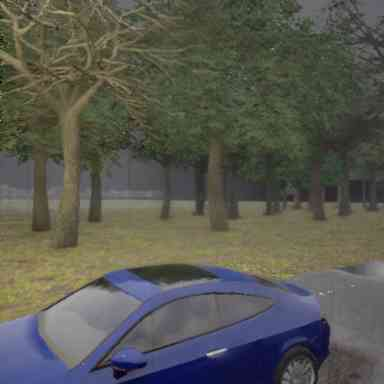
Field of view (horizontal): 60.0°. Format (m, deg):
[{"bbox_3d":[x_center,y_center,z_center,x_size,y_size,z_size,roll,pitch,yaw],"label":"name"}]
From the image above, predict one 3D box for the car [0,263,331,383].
[{"bbox_3d":[-0.481,1.571,3.468,4.674,1.442,1.812,1,-1,-33],"label":"car"}]
